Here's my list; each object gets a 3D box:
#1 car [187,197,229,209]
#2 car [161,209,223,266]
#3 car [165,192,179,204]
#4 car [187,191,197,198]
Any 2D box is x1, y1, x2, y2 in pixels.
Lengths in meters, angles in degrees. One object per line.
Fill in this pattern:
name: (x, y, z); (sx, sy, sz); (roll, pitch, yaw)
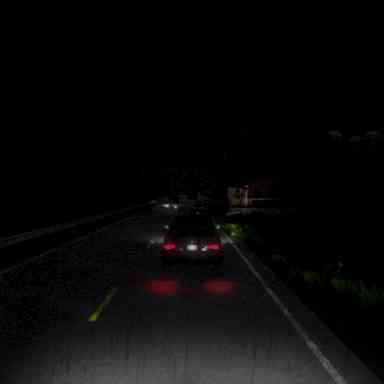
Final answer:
car: (1.617, 1.389, 28.075); (2.128, 1.511, 4.902); (0, 1, 28)
car: (0.019, 1.526, 11.380); (2.033, 1.411, 5.357); (0, 0, 0)
car: (-3.550, 1.111, 59.228); (2.150, 2.045, 5.566); (0, 0, 0)
car: (-0.007, 0.906, 72.924); (2.150, 2.045, 5.566); (0, 0, 0)
